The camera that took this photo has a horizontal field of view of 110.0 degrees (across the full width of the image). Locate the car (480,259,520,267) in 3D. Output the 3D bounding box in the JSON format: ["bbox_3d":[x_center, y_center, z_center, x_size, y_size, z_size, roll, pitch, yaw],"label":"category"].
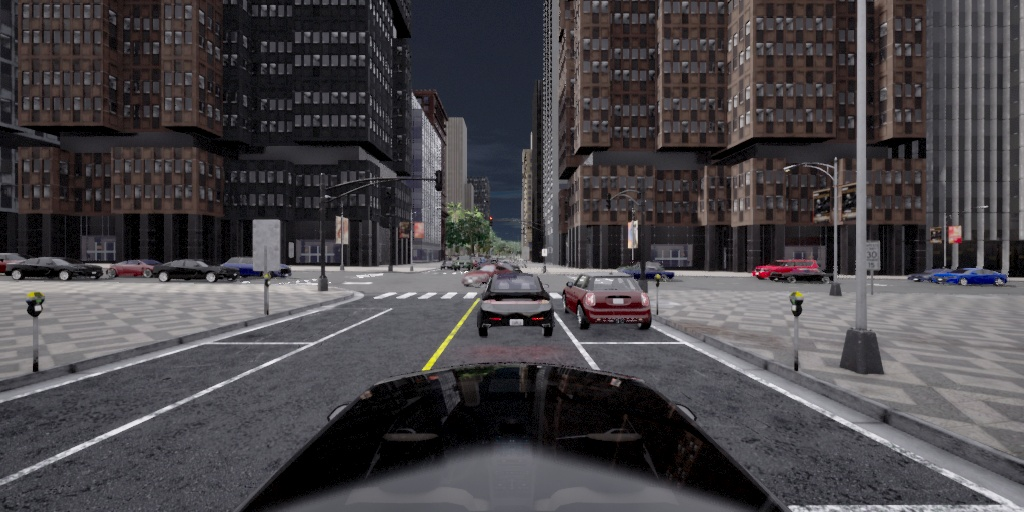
[{"bbox_3d":[-1.025,1.304,37.961,4.181,1.385,1.994,1,1,39],"label":"car"}]

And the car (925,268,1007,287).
[{"bbox_3d":[40.129,1.831,31.506,5.008,1.535,1.882,1,0,0],"label":"car"}]

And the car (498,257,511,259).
[{"bbox_3d":[-0.756,1.192,52.560,1.967,1.591,4.097,0,0,-1],"label":"car"}]

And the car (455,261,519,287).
[{"bbox_3d":[-1.532,1.278,23.828,1.812,1.442,4.674,0,-1,25],"label":"car"}]

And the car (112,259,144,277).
[{"bbox_3d":[-28.205,0.943,27.482,4.181,1.385,1.994,1,0,-1],"label":"car"}]

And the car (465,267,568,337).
[{"bbox_3d":[0.077,1.240,10.292,2.128,1.511,4.902,0,0,-1],"label":"car"}]

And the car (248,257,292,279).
[{"bbox_3d":[-19.561,0.852,27.562,4.553,1.767,2.097,1,0,0],"label":"car"}]

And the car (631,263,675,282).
[{"bbox_3d":[11.492,1.538,31.283,4.718,1.301,1.895,1,0,-1],"label":"car"}]

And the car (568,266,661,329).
[{"bbox_3d":[2.735,1.189,11.178,1.967,1.591,4.097,0,0,0],"label":"car"}]

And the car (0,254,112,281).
[{"bbox_3d":[-30.738,0.824,24.216,5.008,1.535,1.882,1,0,0],"label":"car"}]

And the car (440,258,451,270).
[{"bbox_3d":[-9.280,1.318,52.482,1.948,1.339,4.313,0,0,-1],"label":"car"}]

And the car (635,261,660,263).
[{"bbox_3d":[12.314,1.297,34.542,4.553,1.767,2.097,1,0,-1],"label":"car"}]

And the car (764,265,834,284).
[{"bbox_3d":[25.372,1.738,31.396,4.718,1.301,1.895,1,0,0],"label":"car"}]

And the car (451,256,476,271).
[{"bbox_3d":[-6.584,0.968,49.380,2.150,2.045,5.566,0,0,0],"label":"car"}]

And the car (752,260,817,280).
[{"bbox_3d":[26.480,1.366,34.651,5.566,2.045,2.150,0,0,0],"label":"car"}]

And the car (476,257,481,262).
[{"bbox_3d":[-6.665,1.245,59.370,1.882,1.535,5.008,0,0,0],"label":"car"}]

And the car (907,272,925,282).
[{"bbox_3d":[41.828,1.922,34.761,5.357,1.411,2.033,1,0,0],"label":"car"}]

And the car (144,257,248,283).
[{"bbox_3d":[-21.271,0.958,24.297,5.008,1.535,1.882,1,0,-1],"label":"car"}]
